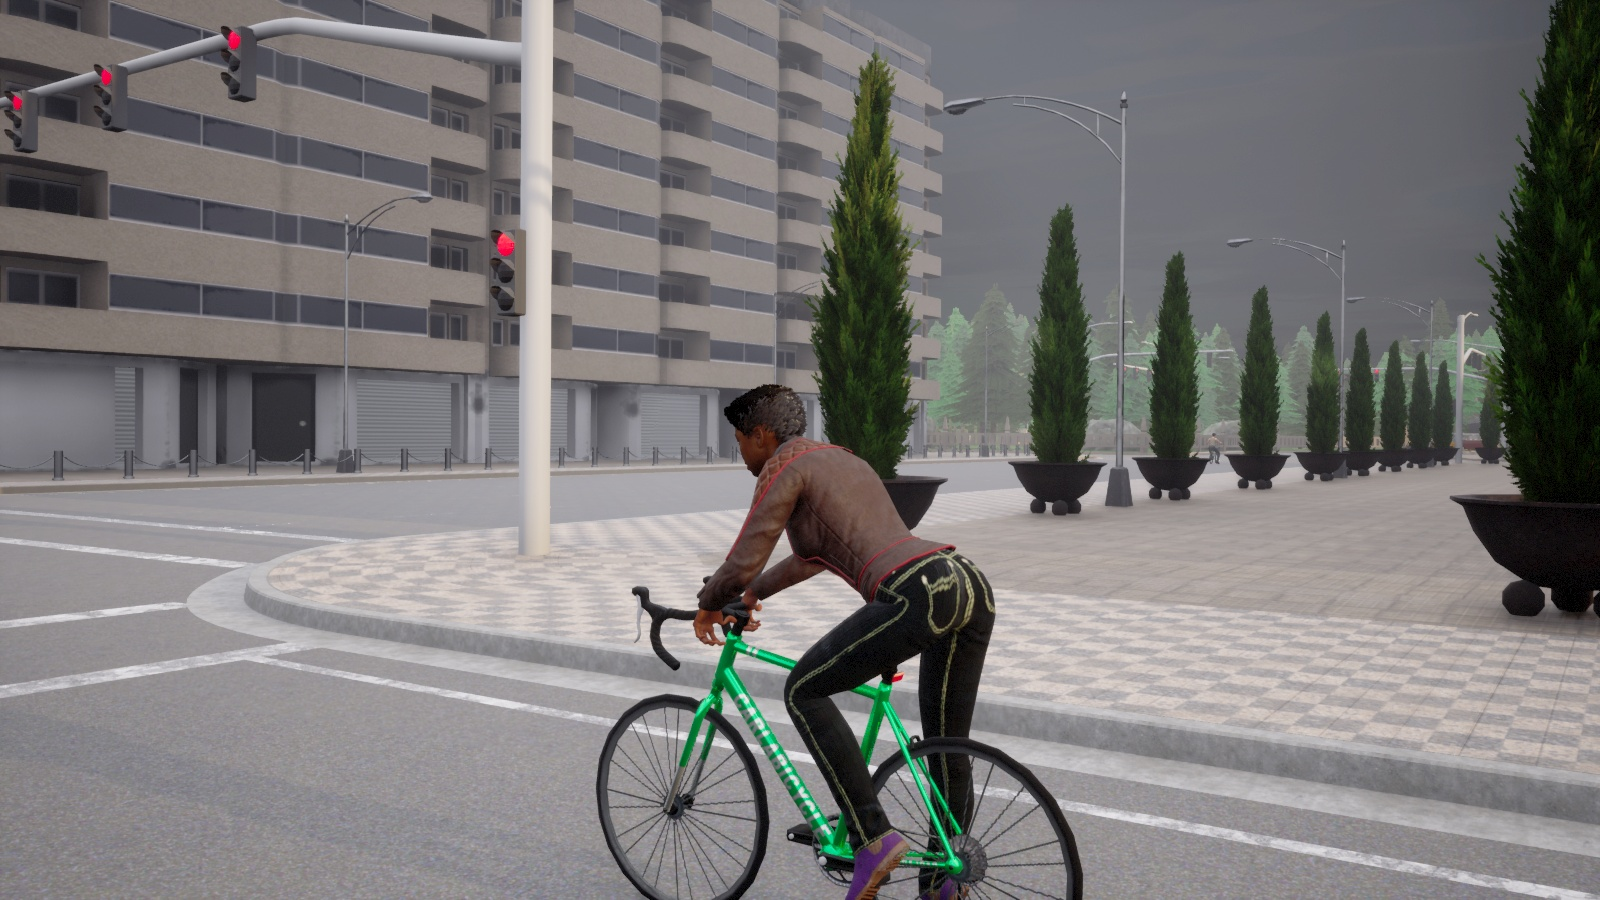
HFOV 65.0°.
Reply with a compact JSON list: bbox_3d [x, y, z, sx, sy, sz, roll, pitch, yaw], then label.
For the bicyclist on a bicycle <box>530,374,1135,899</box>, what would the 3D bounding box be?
[{"bbox_3d":[0.045,0.635,3.593,1.656,1.620,0.582,0,1,34],"label":"bicyclist on a bicycle"}]
